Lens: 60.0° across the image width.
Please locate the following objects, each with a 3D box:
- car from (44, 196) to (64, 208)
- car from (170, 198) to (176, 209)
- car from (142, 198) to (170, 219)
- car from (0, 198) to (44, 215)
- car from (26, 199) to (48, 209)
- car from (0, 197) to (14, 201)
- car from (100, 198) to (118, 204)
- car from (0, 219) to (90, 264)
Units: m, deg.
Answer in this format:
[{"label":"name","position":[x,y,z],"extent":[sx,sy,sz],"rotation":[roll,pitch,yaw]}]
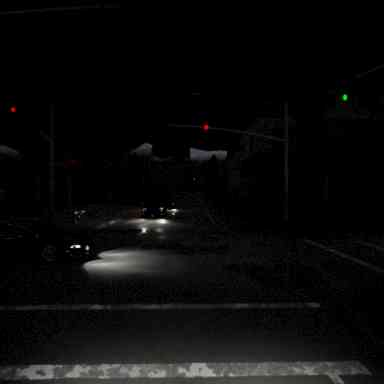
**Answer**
[{"label":"car","position":[-22.594,1.665,55.075],"extent":[1.905,1.878,3.866],"rotation":[0,0,0]},{"label":"car","position":[-3.535,1.719,51.145],"extent":[2.097,1.767,4.553],"rotation":[0,0,0]},{"label":"car","position":[-3.576,1.585,32.271],"extent":[2.097,1.767,4.553],"rotation":[0,0,0]},{"label":"car","position":[-18.901,1.758,37.203],"extent":[2.007,1.523,4.514],"rotation":[0,0,0]},{"label":"car","position":[-25.920,1.954,55.677],"extent":[1.970,1.475,3.806],"rotation":[0,0,0]},{"label":"car","position":[-25.864,1.629,47.200],"extent":[1.932,1.855,4.605],"rotation":[0,0,0]},{"label":"car","position":[-22.121,2.312,89.073],"extent":[4.611,1.667,2.242],"rotation":[0,0,0]},{"label":"car","position":[-6.265,1.785,12.177],"extent":[4.892,1.490,1.837],"rotation":[1,0,0]}]
